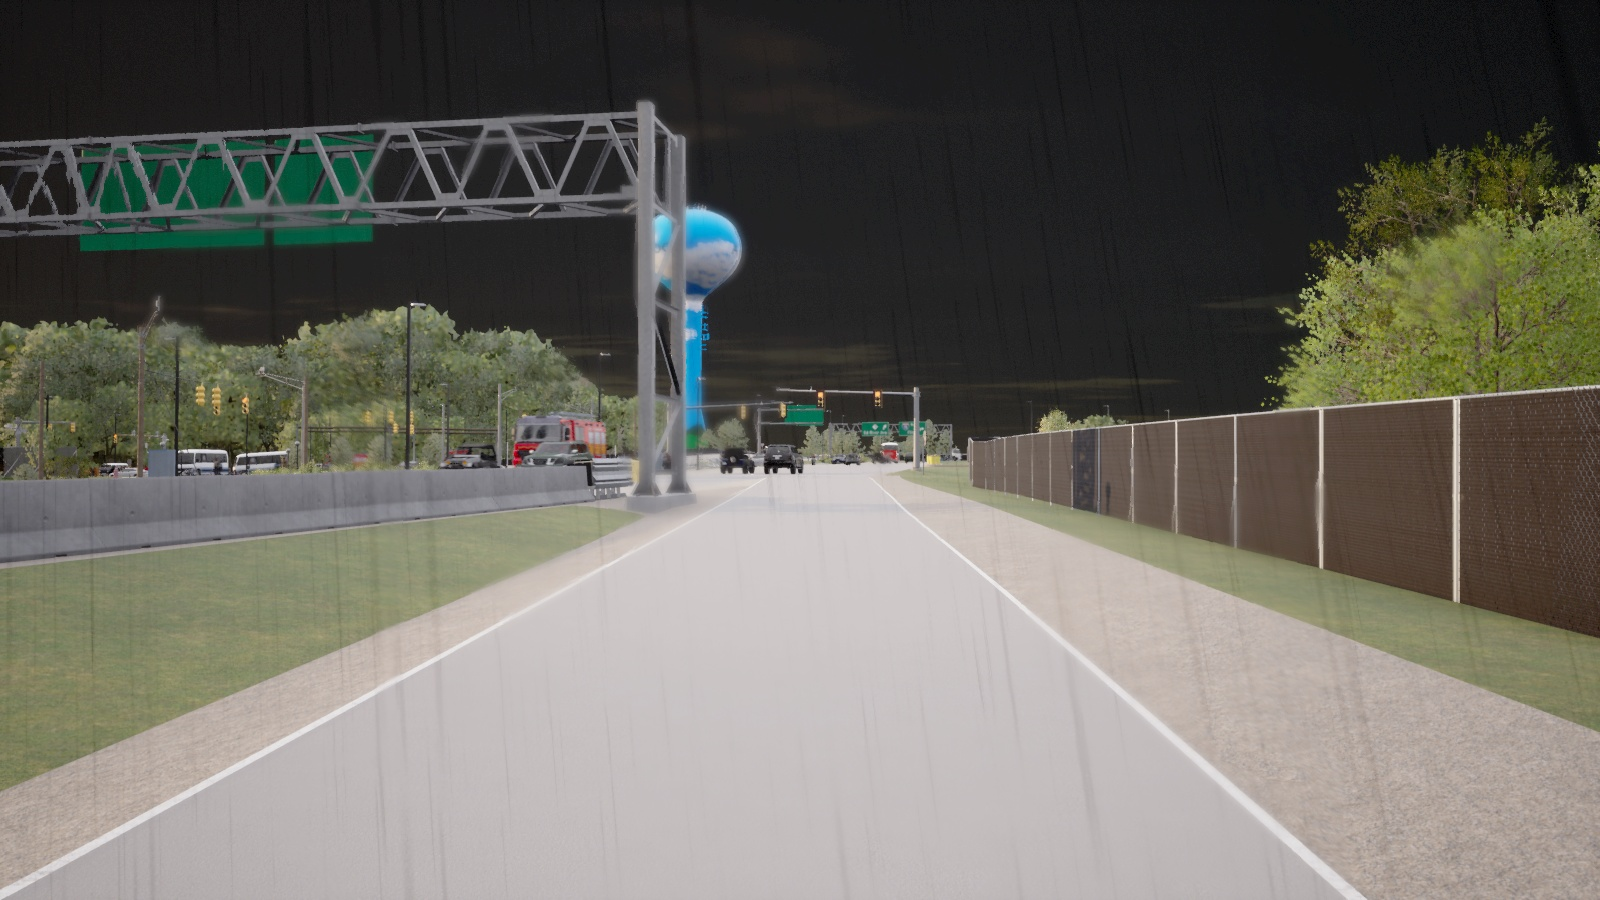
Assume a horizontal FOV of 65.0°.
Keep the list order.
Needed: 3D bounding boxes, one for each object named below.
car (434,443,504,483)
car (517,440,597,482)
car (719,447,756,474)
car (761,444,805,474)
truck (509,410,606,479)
[{"bbox_3d":[-15.937,0.613,60.665,1.905,1.878,3.866,0,0,9],"label":"car"},{"bbox_3d":[-12.075,0.539,62.787,2.150,2.045,5.566,0,0,9],"label":"car"},{"bbox_3d":[-4.449,0.748,89.659,1.905,1.878,3.866,0,0,9],"label":"car"},{"bbox_3d":[-1.139,0.655,88.154,2.150,2.045,5.566,0,0,9],"label":"car"},{"bbox_3d":[-14.003,-0.281,73.408,2.891,3.827,8.468,0,0,9],"label":"truck"}]
